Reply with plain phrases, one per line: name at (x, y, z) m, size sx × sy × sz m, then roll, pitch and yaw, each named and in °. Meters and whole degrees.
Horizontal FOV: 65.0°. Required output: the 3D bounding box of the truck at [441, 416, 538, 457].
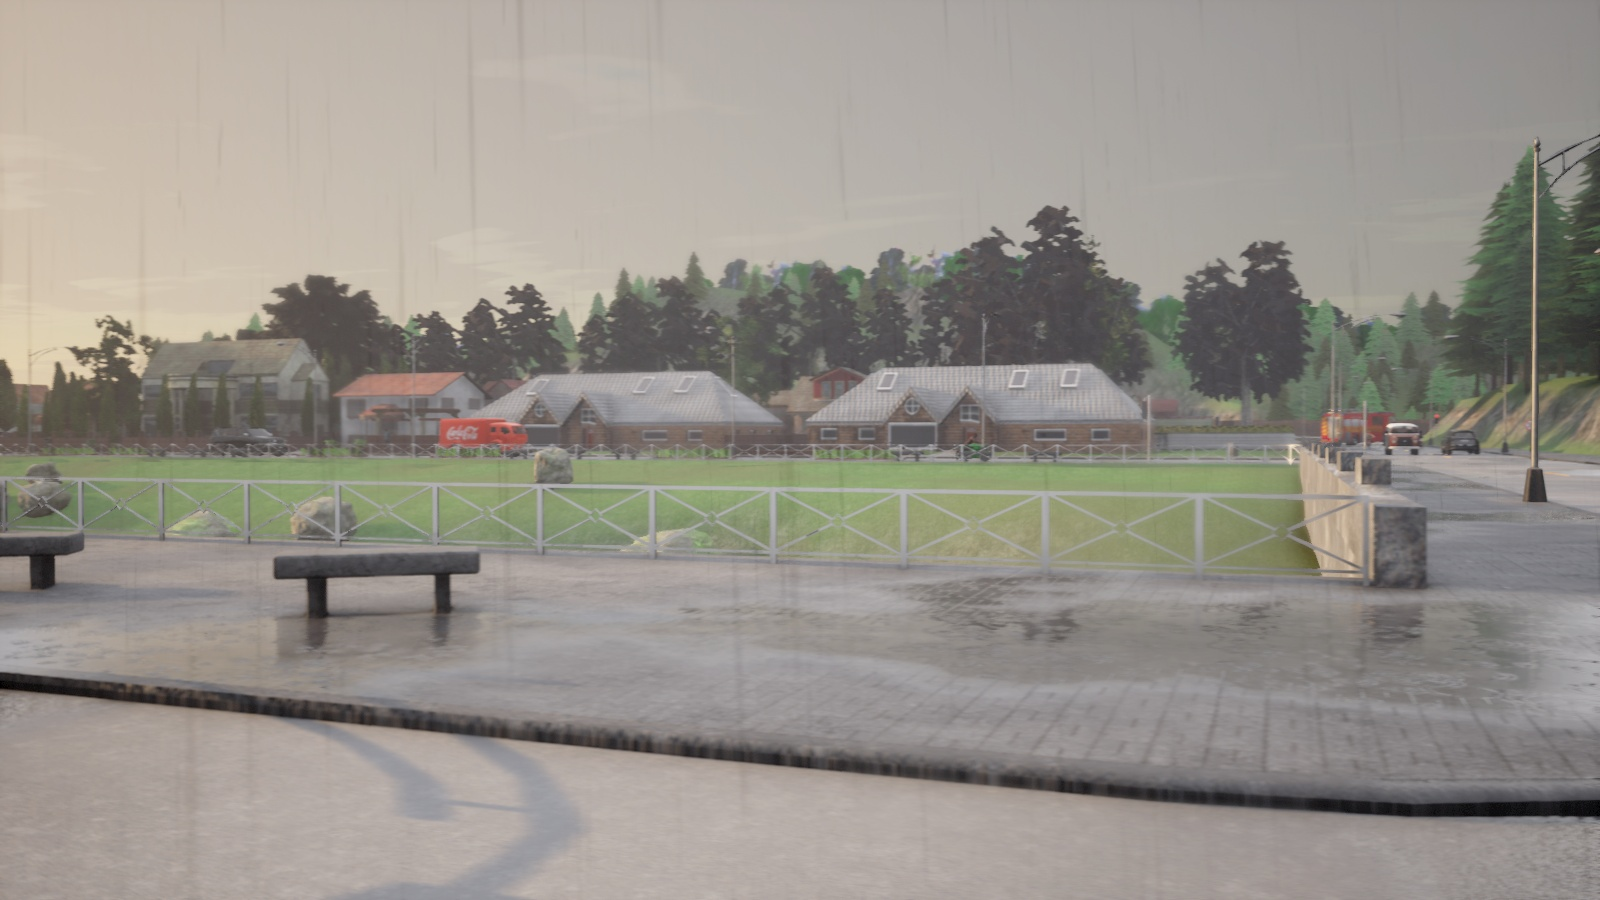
truck at (-19.082, -0.844, 77.126) m, size 5.204 × 2.467 × 2.627 m, roll 1°, pitch 1°, yaw 21°

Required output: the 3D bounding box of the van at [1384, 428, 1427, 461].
van at (38.577, -0.394, 80.101) m, size 2.069 × 2.038 × 4.480 m, roll 1°, pitch 1°, yaw 21°

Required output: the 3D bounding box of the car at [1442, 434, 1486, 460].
car at (44.348, -0.213, 83.949) m, size 2.033 × 1.649 × 4.856 m, roll 1°, pitch 1°, yaw 21°

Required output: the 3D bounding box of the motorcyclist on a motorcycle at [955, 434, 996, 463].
motorcyclist on a motorcycle at (9.257, -0.082, 66.200) m, size 2.044 × 1.523 × 0.797 m, roll 1°, pitch 1°, yaw 21°

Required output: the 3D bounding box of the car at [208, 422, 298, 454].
car at (-36.514, -0.818, 83.853) m, size 5.566 × 2.045 × 2.150 m, roll 1°, pitch 1°, yaw 21°
